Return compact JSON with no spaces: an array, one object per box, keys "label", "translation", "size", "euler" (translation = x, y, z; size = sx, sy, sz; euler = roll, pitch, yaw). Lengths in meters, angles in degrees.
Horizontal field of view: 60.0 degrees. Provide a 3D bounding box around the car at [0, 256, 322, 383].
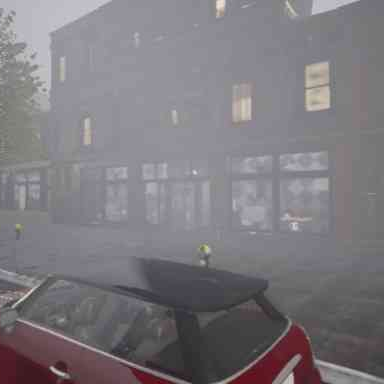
[{"label":"car","translation":[-0.897,1.432,3.530],"size":[4.097,1.590,1.967],"euler":[0,-1,36]}]
